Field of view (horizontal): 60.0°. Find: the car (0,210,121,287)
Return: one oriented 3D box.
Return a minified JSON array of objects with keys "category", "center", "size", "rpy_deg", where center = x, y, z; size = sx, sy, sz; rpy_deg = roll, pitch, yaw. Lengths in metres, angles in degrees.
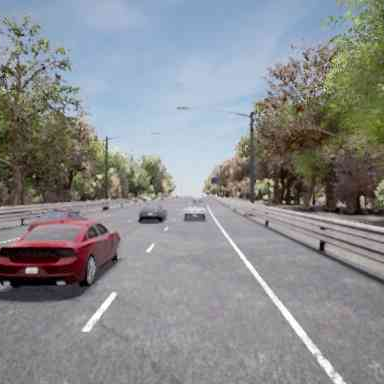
[{"category":"car","center":[-3.366,1.514,9.485],"size":[1.882,1.535,5.008],"rpy_deg":[0,0,0]}]

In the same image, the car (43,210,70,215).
[{"category":"car","center":[-6.836,1.642,17.567],"size":[1.994,1.385,4.181],"rpy_deg":[0,0,1]}]

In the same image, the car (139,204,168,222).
[{"category":"car","center":[-3.172,1.671,27.633],"size":[1.994,1.385,4.181],"rpy_deg":[0,0,1]}]

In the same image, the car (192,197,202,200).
[{"category":"car","center":[1.026,1.656,59.786],"size":[2.163,1.488,4.792],"rpy_deg":[0,0,2]}]

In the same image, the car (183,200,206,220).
[{"category":"car","center":[0.251,1.629,29.634],"size":[1.895,1.301,4.718],"rpy_deg":[0,0,1]}]
